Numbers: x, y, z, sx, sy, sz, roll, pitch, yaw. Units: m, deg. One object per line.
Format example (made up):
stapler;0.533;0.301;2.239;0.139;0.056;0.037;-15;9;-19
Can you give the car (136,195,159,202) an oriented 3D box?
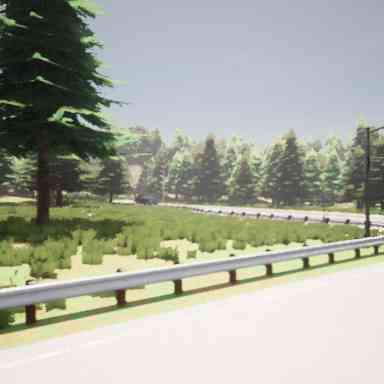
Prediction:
car;-7.549;1.448;55.823;2.150;2.045;5.566;1;-1;-34
